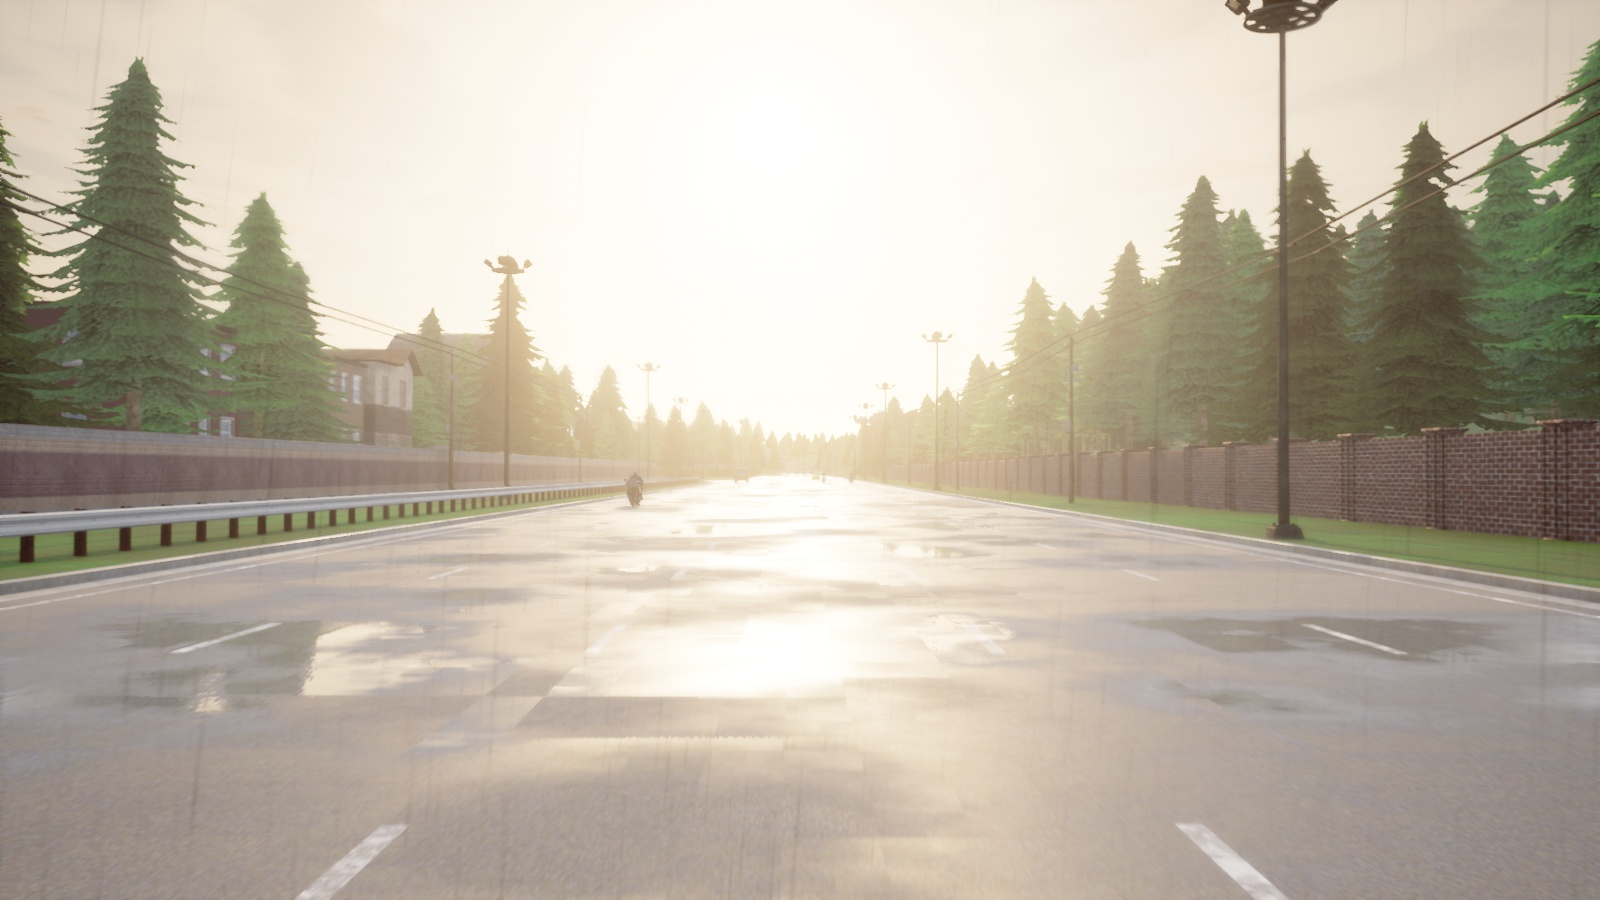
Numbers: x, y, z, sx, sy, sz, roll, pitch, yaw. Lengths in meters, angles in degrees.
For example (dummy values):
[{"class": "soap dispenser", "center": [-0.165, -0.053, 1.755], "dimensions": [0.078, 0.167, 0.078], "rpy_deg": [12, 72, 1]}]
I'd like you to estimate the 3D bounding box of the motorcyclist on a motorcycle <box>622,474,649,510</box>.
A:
[{"class": "motorcyclist on a motorcycle", "center": [-7.131, 1.791, 54.519], "dimensions": [0.866, 1.530, 2.191], "rpy_deg": [0, -1, 0]}]
